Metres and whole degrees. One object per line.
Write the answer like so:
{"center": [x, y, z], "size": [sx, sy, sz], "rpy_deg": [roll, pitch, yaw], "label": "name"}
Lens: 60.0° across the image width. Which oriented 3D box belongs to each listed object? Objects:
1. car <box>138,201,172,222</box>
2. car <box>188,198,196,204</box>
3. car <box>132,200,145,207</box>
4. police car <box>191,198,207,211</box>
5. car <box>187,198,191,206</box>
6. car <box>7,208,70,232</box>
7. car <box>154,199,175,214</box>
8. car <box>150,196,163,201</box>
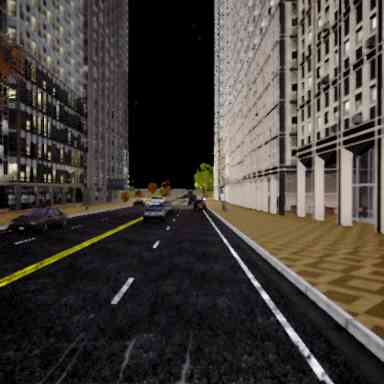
{"center": [-3.129, 1.810, 29.168], "size": [2.033, 1.411, 5.357], "rpy_deg": [0, 0, -1], "label": "car"}
{"center": [0.069, 2.194, 81.532], "size": [1.837, 1.490, 4.892], "rpy_deg": [0, 0, 0], "label": "car"}
{"center": [-9.725, 2.094, 61.439], "size": [1.994, 1.385, 4.181], "rpy_deg": [0, 0, 1], "label": "car"}
{"center": [1.178, 1.865, 49.015], "size": [1.930, 1.638, 5.238], "rpy_deg": [0, 0, 0], "label": "police car"}
{"center": [0.056, 2.045, 67.075], "size": [1.837, 1.490, 4.892], "rpy_deg": [0, 0, 0], "label": "car"}
{"center": [-9.790, 1.737, 21.790], "size": [2.033, 1.411, 5.357], "rpy_deg": [0, -1, 1], "label": "car"}
{"center": [-3.118, 1.911, 40.633], "size": [2.033, 1.411, 5.357], "rpy_deg": [0, 0, 0], "label": "car"}
{"center": [-6.468, 1.760, 61.374], "size": [2.150, 2.045, 5.566], "rpy_deg": [0, 0, 1], "label": "car"}
